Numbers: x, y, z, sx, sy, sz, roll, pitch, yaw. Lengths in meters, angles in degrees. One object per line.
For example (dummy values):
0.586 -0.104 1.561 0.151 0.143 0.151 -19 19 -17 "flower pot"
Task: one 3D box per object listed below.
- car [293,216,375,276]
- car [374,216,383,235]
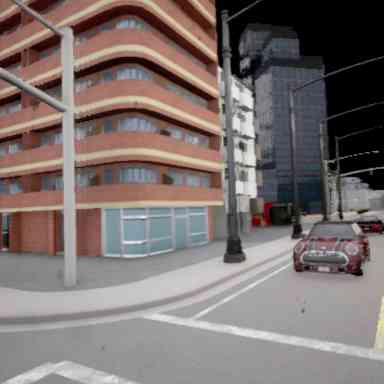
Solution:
5.244 1.870 12.259 2.097 1.767 4.553 -4 -4 32 "car"
13.652 2.534 25.680 1.994 1.385 4.181 -4 -4 32 "car"
